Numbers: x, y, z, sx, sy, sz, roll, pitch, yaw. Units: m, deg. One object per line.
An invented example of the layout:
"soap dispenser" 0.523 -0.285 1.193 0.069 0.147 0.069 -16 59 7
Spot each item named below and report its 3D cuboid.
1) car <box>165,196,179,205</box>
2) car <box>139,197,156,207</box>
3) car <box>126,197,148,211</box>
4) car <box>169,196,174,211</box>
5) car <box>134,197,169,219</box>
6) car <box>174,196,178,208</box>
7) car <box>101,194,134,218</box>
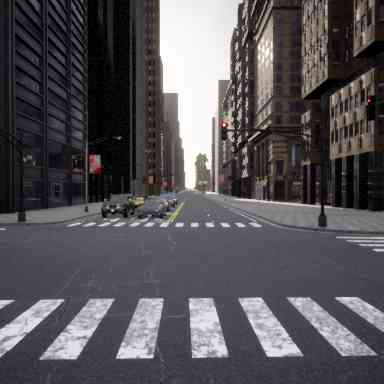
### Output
"car" -3.431 1.465 58.431 2.033 1.411 5.357 0 0 0
"car" -6.695 1.496 50.506 1.994 1.385 4.181 0 0 0
"car" -6.669 1.428 40.615 1.882 1.535 5.008 0 0 0
"car" -3.423 1.481 37.988 1.812 1.442 4.674 0 0 0
"car" -3.403 1.323 29.007 2.097 1.767 4.553 0 0 0
"car" -3.451 1.501 48.014 1.994 1.385 4.181 0 0 -1
"car" -6.658 1.190 30.610 2.150 2.045 5.566 0 0 0
